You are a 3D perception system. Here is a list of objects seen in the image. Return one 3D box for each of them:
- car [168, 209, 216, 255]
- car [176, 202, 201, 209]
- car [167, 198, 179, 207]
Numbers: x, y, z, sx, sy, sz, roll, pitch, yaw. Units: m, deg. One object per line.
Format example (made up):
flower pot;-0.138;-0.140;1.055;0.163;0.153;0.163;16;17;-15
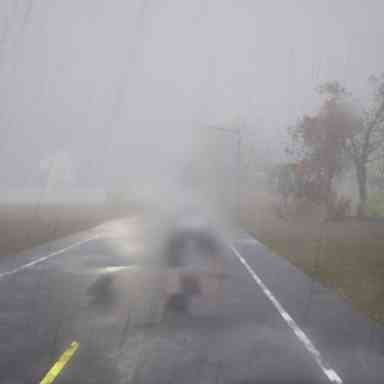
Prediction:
car;0.015;1.656;13.882;1.812;1.442;4.674;0;0;1
car;-0.011;1.801;27.475;2.033;1.411;5.357;0;0;0
car;-3.575;1.898;64.562;2.097;1.767;4.553;0;0;1
